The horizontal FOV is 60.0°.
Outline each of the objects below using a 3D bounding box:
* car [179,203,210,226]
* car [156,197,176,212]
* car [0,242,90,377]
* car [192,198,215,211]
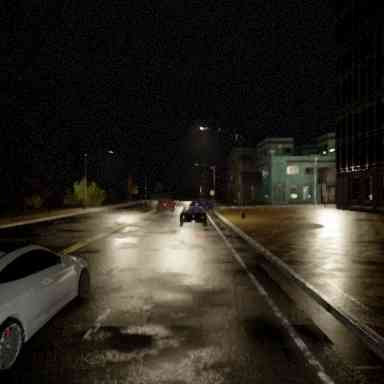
[{"bbox_3d":[0.091,1.705,24.366,1.895,1.301,4.718,0,0,0],"label":"car"},{"bbox_3d":[-3.163,1.526,41.098,2.097,1.767,4.553,0,0,0],"label":"car"},{"bbox_3d":[-3.153,1.550,5.429,1.812,1.442,4.674,0,0,0],"label":"car"},{"bbox_3d":[1.343,1.520,40.979,2.097,1.767,4.553,0,0,19],"label":"car"}]
